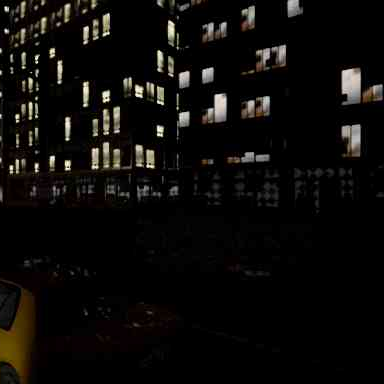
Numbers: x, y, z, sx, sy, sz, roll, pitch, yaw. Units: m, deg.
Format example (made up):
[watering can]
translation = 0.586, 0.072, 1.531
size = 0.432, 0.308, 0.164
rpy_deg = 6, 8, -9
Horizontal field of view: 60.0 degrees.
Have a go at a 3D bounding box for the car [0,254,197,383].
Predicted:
[car]
translation = -2.228, 1.525, 4.459
size = 4.829, 1.417, 1.752
rpy_deg = 0, 0, 36
